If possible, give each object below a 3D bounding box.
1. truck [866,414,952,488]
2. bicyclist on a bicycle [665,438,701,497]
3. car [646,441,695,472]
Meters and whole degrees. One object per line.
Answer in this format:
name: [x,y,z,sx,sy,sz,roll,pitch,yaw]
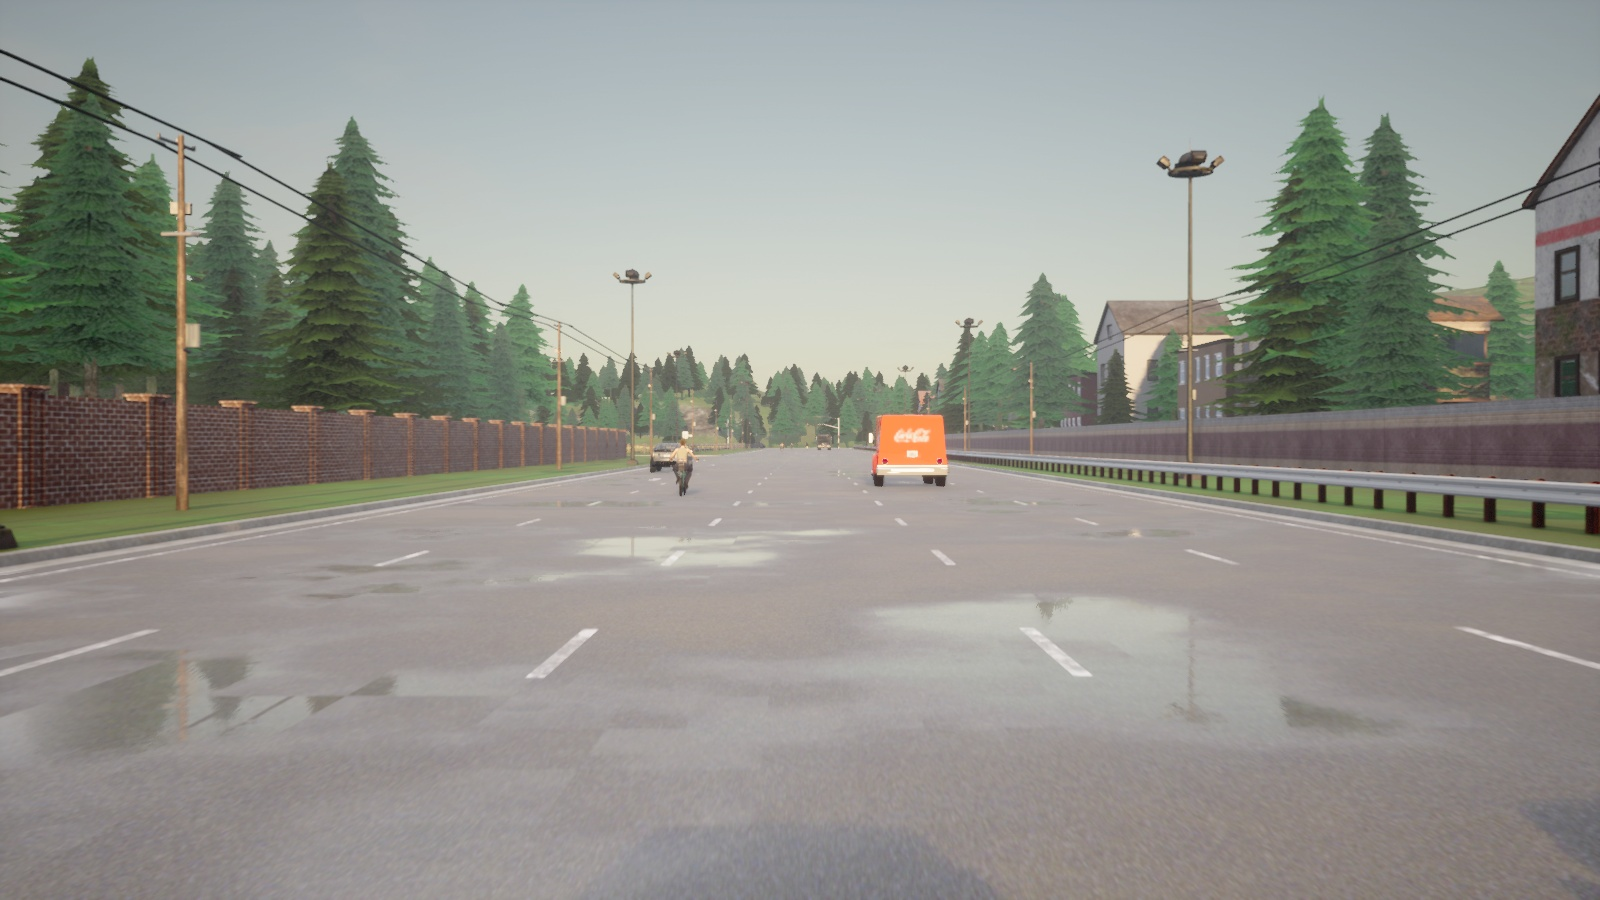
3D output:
truck: [3.770,0.012,44.488,2.627,2.467,5.204,0,0,0]
bicyclist on a bicycle: [-3.288,0.481,35.342,0.866,1.612,1.509,0,0,1]
car: [-6.616,0.324,64.645,2.007,1.525,4.514,0,0,0]
